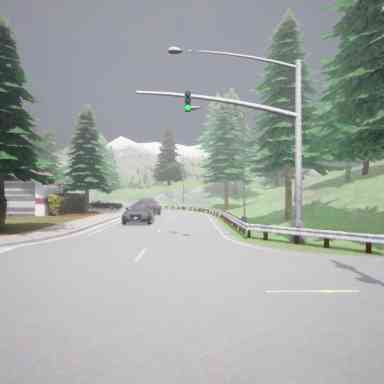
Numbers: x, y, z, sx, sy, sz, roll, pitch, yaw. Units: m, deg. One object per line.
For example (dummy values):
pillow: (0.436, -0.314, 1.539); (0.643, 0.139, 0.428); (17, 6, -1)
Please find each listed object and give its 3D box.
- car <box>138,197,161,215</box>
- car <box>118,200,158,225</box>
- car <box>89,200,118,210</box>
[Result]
car: (-4.618, 1.352, 34.062); (2.097, 1.767, 4.553); (0, 0, -19)
car: (-3.840, 1.564, 24.267); (1.994, 1.385, 4.181); (0, 0, -2)
car: (-11.147, 1.608, 41.838); (4.718, 1.301, 1.895); (0, 0, 14)
